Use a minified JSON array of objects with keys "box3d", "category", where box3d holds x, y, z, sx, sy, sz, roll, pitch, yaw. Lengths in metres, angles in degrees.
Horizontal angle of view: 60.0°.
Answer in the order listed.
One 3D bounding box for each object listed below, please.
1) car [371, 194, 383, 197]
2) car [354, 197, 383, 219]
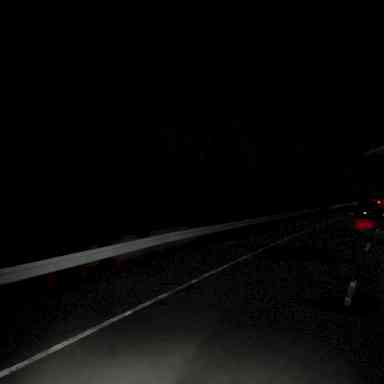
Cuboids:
[{"box3d":[21.807,1.221,38.315,2.150,2.045,5.566,0,0,35],"category":"car"},{"box3d":[15.805,1.505,29.728,1.837,1.490,4.892,0,0,35],"category":"car"}]
